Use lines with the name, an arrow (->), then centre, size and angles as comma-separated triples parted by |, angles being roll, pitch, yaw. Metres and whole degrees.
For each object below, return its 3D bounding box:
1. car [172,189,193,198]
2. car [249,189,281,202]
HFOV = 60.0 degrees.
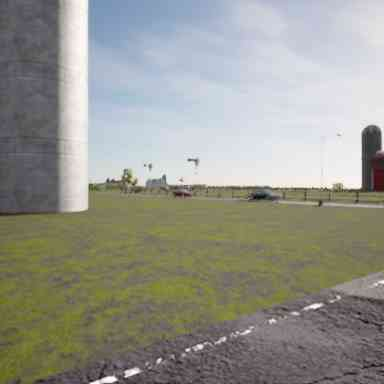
car -> -1.765, 0.221, 61.753 | 1.882, 1.535, 5.008 | 0, 1, -36
car -> 9.956, 0.369, 45.355 | 2.097, 1.767, 4.553 | 0, 1, -36
